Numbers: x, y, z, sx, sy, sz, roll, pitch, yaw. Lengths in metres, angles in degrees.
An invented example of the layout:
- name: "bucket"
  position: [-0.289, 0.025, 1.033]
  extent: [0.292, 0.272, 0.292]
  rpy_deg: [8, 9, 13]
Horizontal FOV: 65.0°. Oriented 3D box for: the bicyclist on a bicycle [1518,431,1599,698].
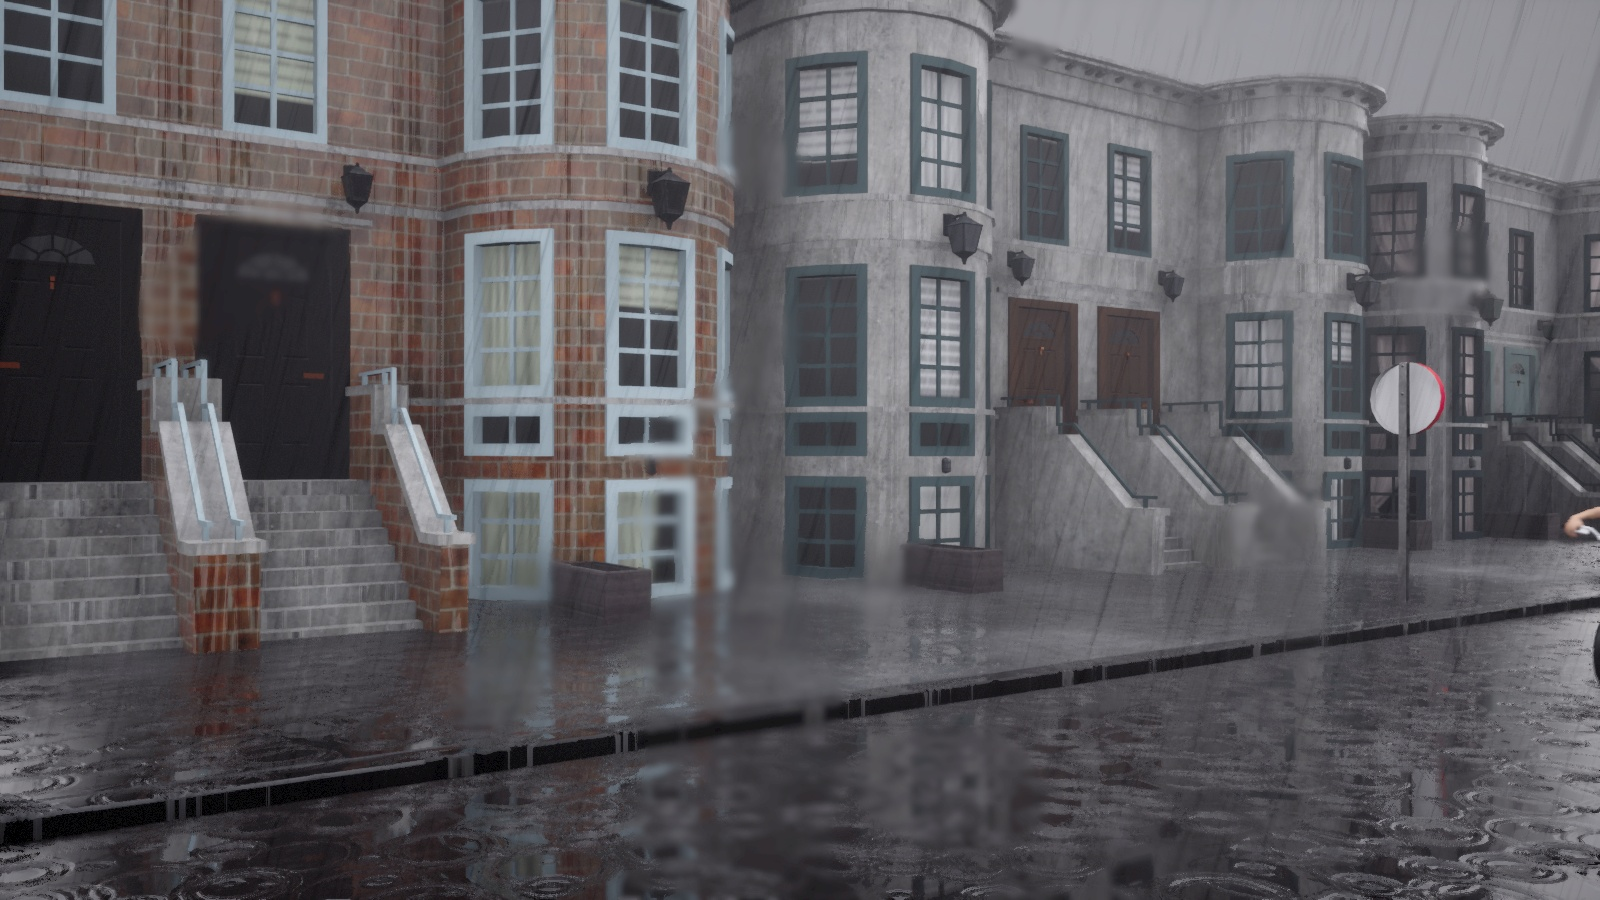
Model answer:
- name: "bicyclist on a bicycle"
  position: [5.425, 0.690, 8.040]
  extent: [1.509, 1.612, 0.866]
  rpy_deg: [0, 0, -35]
